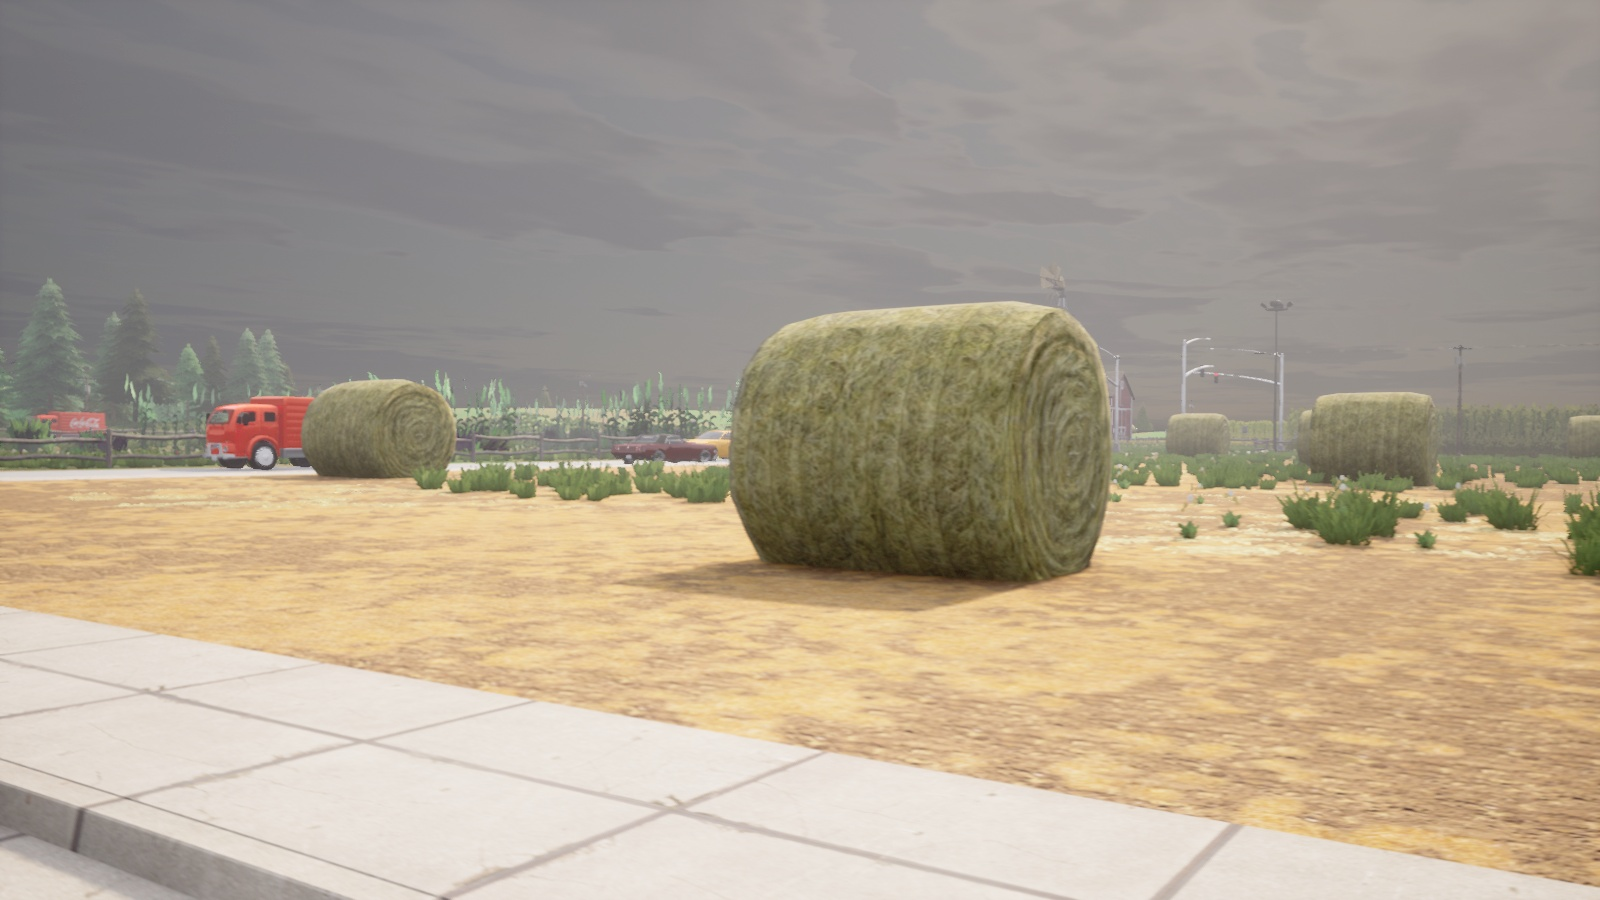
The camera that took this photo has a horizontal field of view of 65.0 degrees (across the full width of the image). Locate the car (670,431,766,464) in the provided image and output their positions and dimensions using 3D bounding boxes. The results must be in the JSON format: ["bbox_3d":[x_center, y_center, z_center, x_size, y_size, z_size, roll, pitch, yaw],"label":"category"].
[{"bbox_3d":[-3.970,-0.162,61.481,1.882,1.535,5.008,0,1,36],"label":"car"}]

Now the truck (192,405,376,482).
[{"bbox_3d":[-17.570,-0.252,43.011,2.627,2.467,5.204,0,1,36],"label":"truck"}]

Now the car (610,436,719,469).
[{"bbox_3d":[-5.670,0.091,53.270,1.895,1.301,4.718,0,1,36],"label":"car"}]
